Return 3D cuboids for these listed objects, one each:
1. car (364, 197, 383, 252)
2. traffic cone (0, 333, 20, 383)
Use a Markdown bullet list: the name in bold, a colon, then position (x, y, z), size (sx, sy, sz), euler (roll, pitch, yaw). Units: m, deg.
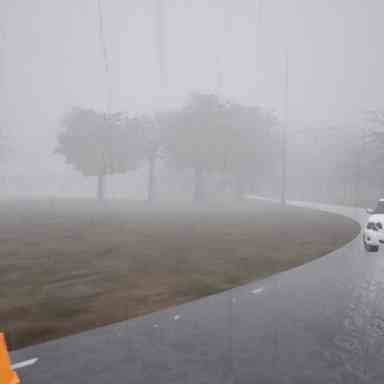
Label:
- **car**: position (8.497, 1.215, 13.386), size (2.150, 2.045, 5.566), euler (0, 0, 35)
- **traffic cone**: position (-2.291, 1.996, 4.007), size (0.340, 0.580, 0.340), euler (0, 0, -37)
